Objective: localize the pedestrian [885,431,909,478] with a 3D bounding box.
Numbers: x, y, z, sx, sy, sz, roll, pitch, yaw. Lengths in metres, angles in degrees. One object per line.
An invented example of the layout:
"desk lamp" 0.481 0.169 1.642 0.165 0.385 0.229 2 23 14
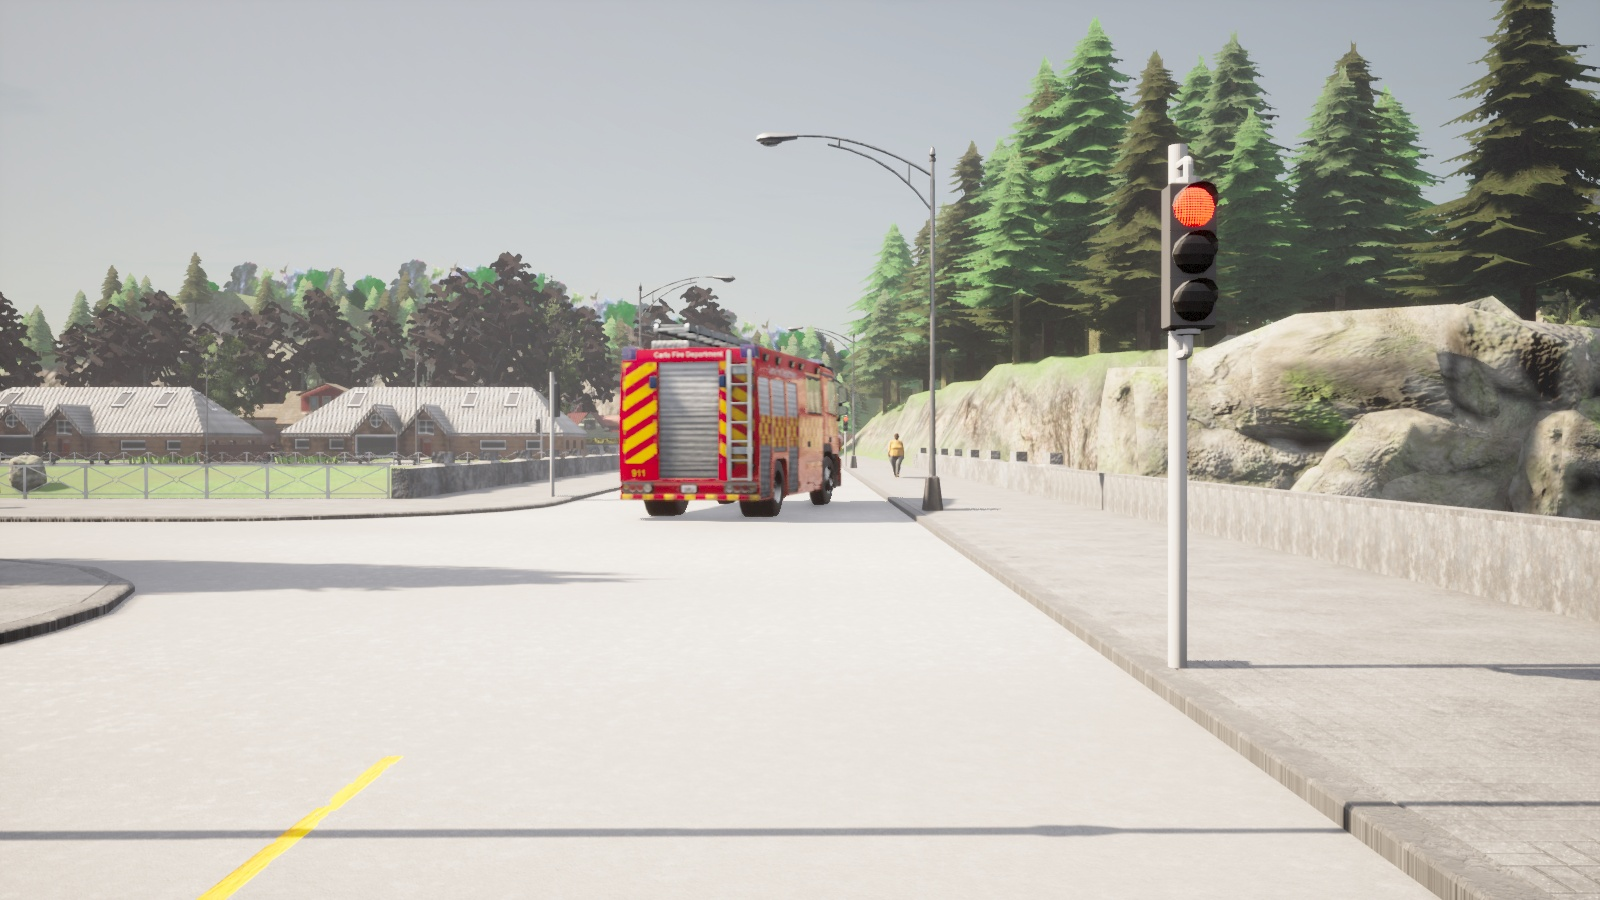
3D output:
"pedestrian" 3.826 0.180 49.424 0.874 1.855 0.900 0 0 0

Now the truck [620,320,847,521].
"truck" -1.151 -0.579 28.405 2.891 3.827 8.468 0 0 13

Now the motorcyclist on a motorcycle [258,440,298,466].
"motorcyclist on a motorcycle" -34.721 0.197 83.548 2.350 1.649 0.766 0 0 0
